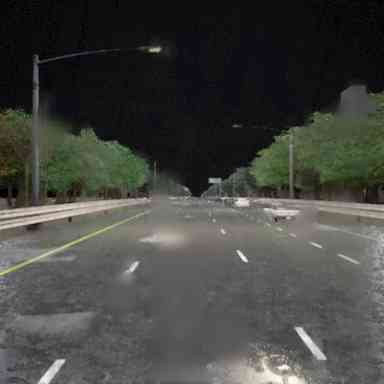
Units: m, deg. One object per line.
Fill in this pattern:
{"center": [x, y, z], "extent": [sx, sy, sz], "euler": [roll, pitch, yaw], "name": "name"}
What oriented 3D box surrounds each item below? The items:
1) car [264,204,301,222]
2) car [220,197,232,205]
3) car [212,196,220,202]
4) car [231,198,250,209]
{"center": [7.028, 1.614, 26.410], "extent": [1.895, 1.301, 4.718], "euler": [0, 0, 0], "name": "car"}
{"center": [7.197, 1.777, 64.399], "extent": [2.128, 1.511, 4.902], "euler": [0, -1, 0], "name": "car"}
{"center": [7.445, 2.181, 94.531], "extent": [1.837, 1.490, 4.892], "euler": [0, -1, 1], "name": "car"}
{"center": [7.102, 1.644, 47.330], "extent": [1.812, 1.442, 4.674], "euler": [0, 0, 0], "name": "car"}
